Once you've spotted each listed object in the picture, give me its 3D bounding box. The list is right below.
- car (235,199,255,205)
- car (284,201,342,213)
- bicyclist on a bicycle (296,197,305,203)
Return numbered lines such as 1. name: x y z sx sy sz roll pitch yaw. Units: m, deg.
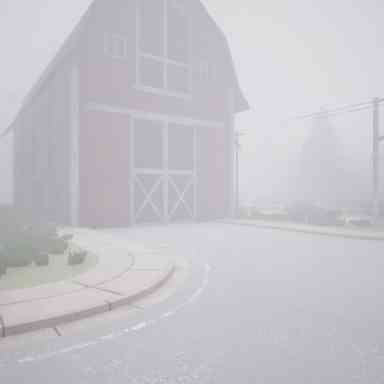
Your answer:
1. car: 5.520 1.552 38.492 1.812 1.442 4.674 0 0 -34
2. car: 10.951 1.574 30.610 2.033 1.411 5.357 0 0 -35
3. bicyclist on a bicycle: 13.275 1.321 40.233 1.656 1.620 0.582 46 -25 -24
